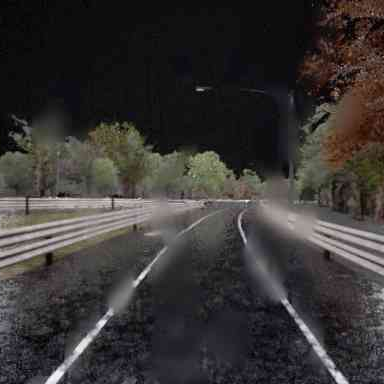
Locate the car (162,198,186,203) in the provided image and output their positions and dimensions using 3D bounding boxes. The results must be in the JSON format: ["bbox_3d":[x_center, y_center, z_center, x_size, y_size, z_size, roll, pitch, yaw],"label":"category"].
[{"bbox_3d":[-3.832,1.965,64.106,2.033,1.411,5.357,0,-1,27],"label":"car"}]

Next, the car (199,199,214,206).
[{"bbox_3d":[3.163,2.176,70.180,1.837,1.490,4.892,0,-1,27],"label":"car"}]
